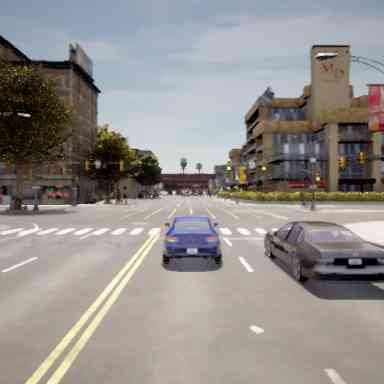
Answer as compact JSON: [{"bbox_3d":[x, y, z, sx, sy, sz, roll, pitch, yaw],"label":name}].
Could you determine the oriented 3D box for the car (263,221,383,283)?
[{"bbox_3d":[3.505,1.550,9.676,2.033,1.411,5.357,0,0,0],"label":"car"}]

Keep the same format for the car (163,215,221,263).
[{"bbox_3d":[-0.011,1.530,11.838,1.812,1.442,4.674,0,0,-1],"label":"car"}]
